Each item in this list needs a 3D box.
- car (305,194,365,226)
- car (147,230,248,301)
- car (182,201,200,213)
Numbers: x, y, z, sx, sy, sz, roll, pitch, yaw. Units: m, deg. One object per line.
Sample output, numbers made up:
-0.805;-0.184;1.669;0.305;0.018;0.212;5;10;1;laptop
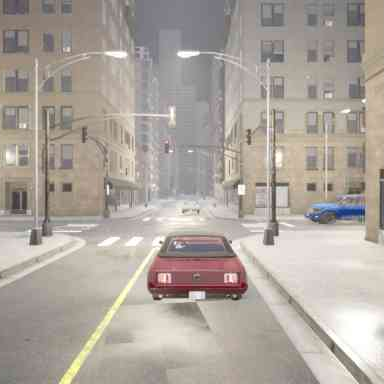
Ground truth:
10.708;1.189;22.880;5.566;2.045;2.150;0;0;-1;car
0.090;1.601;8.304;1.895;1.301;4.718;0;0;0;car
-0.029;1.599;36.750;1.895;1.301;4.718;0;0;2;car
